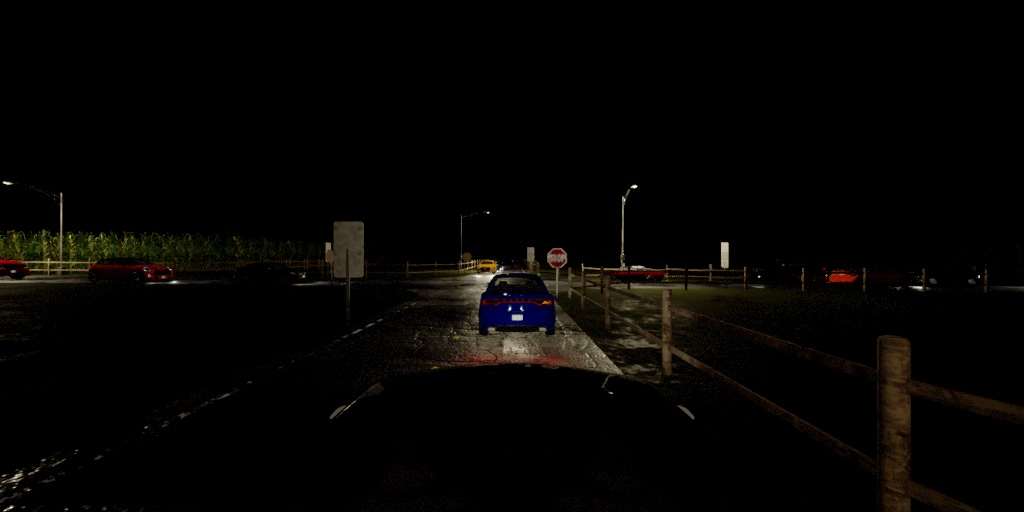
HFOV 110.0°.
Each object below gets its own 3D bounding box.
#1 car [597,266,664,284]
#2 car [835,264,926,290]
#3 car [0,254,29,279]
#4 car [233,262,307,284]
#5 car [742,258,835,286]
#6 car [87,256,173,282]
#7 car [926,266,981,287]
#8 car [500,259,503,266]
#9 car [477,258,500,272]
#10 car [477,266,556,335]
[{"bbox_3d":[9.065,1.430,27.728,4.718,1.301,1.895,0,0,-2],"label":"car"},{"bbox_3d":[24.974,1.326,24.820,4.553,1.767,2.097,1,0,1],"label":"car"},{"bbox_3d":[-38.251,0.676,25.590,5.566,2.045,2.150,2,0,1],"label":"car"},{"bbox_3d":[-17.015,1.155,25.322,4.674,1.442,1.812,0,0,1],"label":"car"},{"bbox_3d":[21.089,1.156,27.816,5.566,2.045,2.150,1,0,1],"label":"car"},{"bbox_3d":[-26.947,0.903,25.446,4.553,1.767,2.097,0,0,1],"label":"car"},{"bbox_3d":[32.913,1.544,27.667,4.892,1.490,1.837,1,0,1],"label":"car"},{"bbox_3d":[-2.713,1.309,51.006,1.994,1.385,4.181,0,0,0],"label":"car"},{"bbox_3d":[-2.787,1.223,40.990,1.882,1.535,5.008,0,0,1],"label":"car"},{"bbox_3d":[0.123,1.227,10.499,1.882,1.535,5.008,0,0,0],"label":"car"}]
